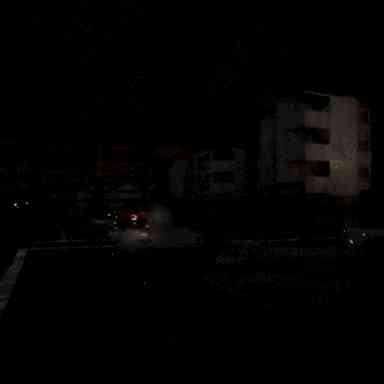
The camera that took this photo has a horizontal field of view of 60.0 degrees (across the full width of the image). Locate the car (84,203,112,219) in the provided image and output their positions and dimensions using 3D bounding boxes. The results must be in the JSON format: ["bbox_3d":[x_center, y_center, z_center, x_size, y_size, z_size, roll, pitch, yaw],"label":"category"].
[{"bbox_3d":[-8.873,1.771,31.903,1.812,1.442,4.674,1,0,-37],"label":"car"}]

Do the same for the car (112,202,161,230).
[{"bbox_3d":[-3.829,1.619,23.306,2.097,1.767,4.553,1,0,-26],"label":"car"}]

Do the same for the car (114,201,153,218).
[{"bbox_3d":[-6.143,1.782,34.320,1.882,1.535,5.008,2,-1,-36],"label":"car"}]

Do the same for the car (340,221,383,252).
[{"bbox_3d":[9.349,1.920,15.161,4.718,1.301,1.895,0,-1,-7],"label":"car"}]

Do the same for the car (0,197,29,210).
[{"bbox_3d":[-23.937,1.506,44.324,4.553,1.767,2.097,0,-1,26],"label":"car"}]
